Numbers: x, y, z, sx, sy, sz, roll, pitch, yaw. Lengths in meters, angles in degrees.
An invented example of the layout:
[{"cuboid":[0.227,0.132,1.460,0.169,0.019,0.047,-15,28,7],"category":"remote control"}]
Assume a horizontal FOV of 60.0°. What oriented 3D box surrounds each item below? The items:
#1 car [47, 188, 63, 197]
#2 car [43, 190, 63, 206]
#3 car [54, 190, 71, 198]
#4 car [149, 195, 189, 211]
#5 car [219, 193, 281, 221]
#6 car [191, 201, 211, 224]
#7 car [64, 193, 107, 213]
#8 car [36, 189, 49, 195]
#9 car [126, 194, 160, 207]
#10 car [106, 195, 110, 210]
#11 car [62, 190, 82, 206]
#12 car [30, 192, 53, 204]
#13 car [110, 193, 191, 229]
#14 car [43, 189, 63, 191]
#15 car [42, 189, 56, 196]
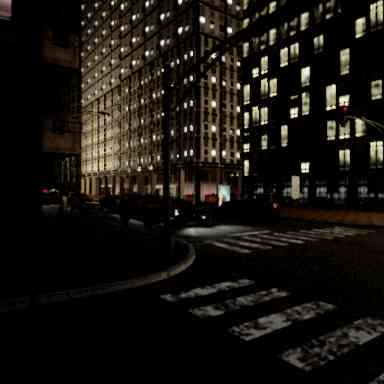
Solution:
[{"cuboid":[-28.501,0.087,69.141,1.967,1.590,4.097,1,0,-36],"category":"car"},{"cuboid":[-15.632,0.821,37.256,2.008,1.369,4.403,2,0,-36],"category":"car"},{"cuboid":[-25.236,0.298,64.659,1.887,1.381,4.507,1,0,-36],"category":"car"},{"cuboid":[-2.363,1.058,33.281,1.947,1.339,4.313,1,0,-36],"category":"car"},{"cuboid":[4.178,1.015,24.315,2.192,1.841,5.009,1,0,-36],"category":"car"},{"cuboid":[-0.749,1.187,21.213,1.837,1.490,4.892,0,1,-36],"category":"car"},{"cuboid":[-9.098,1.061,28.294,1.802,1.307,4.206,2,0,-36],"category":"car"},{"cuboid":[-35.039,-0.022,78.107,1.887,1.381,4.507,1,0,-36],"category":"car"},{"cuboid":[-5.631,0.954,37.763,1.947,1.339,4.313,1,0,-36],"category":"car"},{"cuboid":[-6.761,0.983,29.464,2.128,1.511,4.902,0,1,-36],"category":"car"},{"cuboid":[-12.825,0.802,37.798,1.837,1.490,4.892,0,1,-36],"category":"car"},{"cuboid":[-18.899,0.747,41.738,1.802,1.307,4.206,2,0,-36],"category":"car"},{"cuboid":[-2.557,1.002,19.330,2.192,1.841,5.009,1,0,-36],"category":"car"},{"cuboid":[-25.516,0.372,60.618,1.994,1.385,4.181,0,1,-36],"category":"car"},{"cuboid":[-31.771,0.085,73.624,1.887,1.381,4.507,1,0,-36],"category":"car"}]
